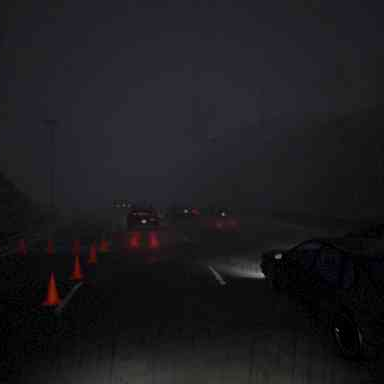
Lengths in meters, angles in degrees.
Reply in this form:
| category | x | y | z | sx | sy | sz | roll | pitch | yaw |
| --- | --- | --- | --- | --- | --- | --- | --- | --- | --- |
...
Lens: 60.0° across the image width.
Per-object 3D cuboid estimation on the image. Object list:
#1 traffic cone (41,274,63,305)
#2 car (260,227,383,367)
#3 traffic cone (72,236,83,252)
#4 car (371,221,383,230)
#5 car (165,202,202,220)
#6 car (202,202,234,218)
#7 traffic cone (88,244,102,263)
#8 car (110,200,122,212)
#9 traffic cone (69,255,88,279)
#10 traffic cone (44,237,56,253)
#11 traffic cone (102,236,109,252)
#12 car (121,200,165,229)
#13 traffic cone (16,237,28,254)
| category | x | y | z | sx | sy | sz | roll | pitch | yaw |
| --- | --- | --- | --- | --- | --- | --- | --- | --- | --- |
| traffic cone | -2.870 | 1.977 | 6.844 | 0.340 | 0.580 | 0.340 | -1 | 0 | -5 |
| car | 2.780 | 1.509 | 5.800 | 2.033 | 1.411 | 5.357 | -1 | 0 | -5 |
| traffic cone | -4.401 | 1.985 | 12.731 | 0.340 | 0.580 | 0.340 | -1 | 0 | -5 |
| car | 5.925 | 1.427 | 8.854 | 1.837 | 1.490 | 4.892 | 0 | 0 | -6 |
| car | -1.091 | 1.519 | 27.527 | 2.033 | 1.411 | 5.357 | -1 | 0 | -15 |
| car | 1.982 | 1.537 | 29.483 | 1.895 | 1.301 | 4.718 | -1 | 0 | -15 |
| traffic cone | -3.227 | 1.975 | 10.828 | 0.340 | 0.580 | 0.340 | -1 | 0 | -5 |
| car | -8.341 | 1.582 | 38.761 | 2.033 | 1.411 | 5.357 | -1 | 0 | -20 |
| traffic cone | -3.049 | 1.976 | 8.836 | 0.340 | 0.580 | 0.340 | -1 | 0 | -5 |
| traffic cone | -5.397 | 1.996 | 12.642 | 0.340 | 0.580 | 0.340 | -1 | 0 | -5 |
| traffic cone | -3.405 | 1.974 | 12.820 | 0.340 | 0.580 | 0.340 | -1 | 0 | -5 |
| car | -3.316 | 1.497 | 21.715 | 2.128 | 1.511 | 4.902 | -1 | 0 | -12 |
| traffic cone | -6.393 | 2.007 | 12.553 | 0.340 | 0.580 | 0.340 | -1 | 0 | -5 |
